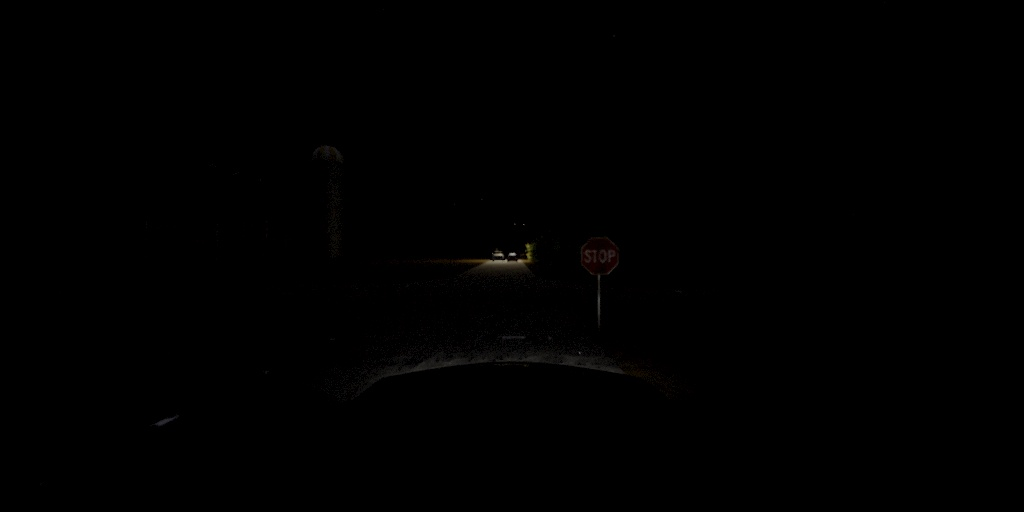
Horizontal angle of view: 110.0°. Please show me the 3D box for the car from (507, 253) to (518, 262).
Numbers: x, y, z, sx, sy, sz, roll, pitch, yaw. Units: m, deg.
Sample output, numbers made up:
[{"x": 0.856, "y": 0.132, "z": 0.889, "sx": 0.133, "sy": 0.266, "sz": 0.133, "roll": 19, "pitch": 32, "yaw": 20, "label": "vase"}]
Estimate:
[{"x": 0.087, "y": 0.459, "z": 64.547, "sx": 1.895, "sy": 1.301, "sz": 4.718, "roll": 0, "pitch": 1, "yaw": 0, "label": "car"}]
